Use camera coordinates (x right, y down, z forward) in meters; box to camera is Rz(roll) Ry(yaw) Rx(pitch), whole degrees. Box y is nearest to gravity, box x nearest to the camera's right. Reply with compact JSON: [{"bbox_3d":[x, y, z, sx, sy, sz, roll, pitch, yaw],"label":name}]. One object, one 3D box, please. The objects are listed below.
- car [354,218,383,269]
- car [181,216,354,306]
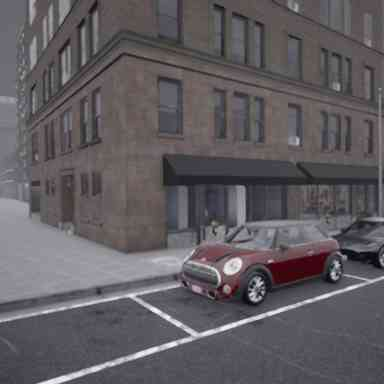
[{"bbox_3d":[6.199,1.553,11.095,4.313,1.339,1.947,0,-1,-36],"label":"car"},{"bbox_3d":[1.718,1.433,7.895,4.097,1.590,1.967,0,-1,-36],"label":"car"}]
